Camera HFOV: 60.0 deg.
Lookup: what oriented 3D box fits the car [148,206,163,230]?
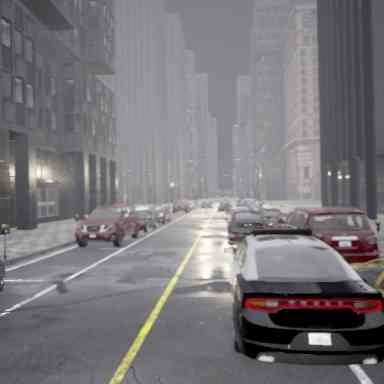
[{"bbox_3d":[-3.499,1.899,22.352,1.947,1.339,4.313,-1,-1,5],"label":"car"}]

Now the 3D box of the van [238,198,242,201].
[{"bbox_3d":[6.567,1.659,38.286,1.690,1.788,3.998,-1,-1,5],"label":"van"}]

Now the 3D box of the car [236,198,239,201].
[{"bbox_3d":[7.098,1.813,43.860,1.967,1.590,4.097,-1,-1,5],"label":"car"}]

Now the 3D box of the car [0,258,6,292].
[{"bbox_3d":[-5.085,1.720,5.622,2.008,1.369,4.403,-1,-1,5],"label":"car"}]

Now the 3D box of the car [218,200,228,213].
[{"bbox_3d":[4.355,2.028,43.760,1.895,1.301,4.718,-1,-1,6],"label":"car"}]

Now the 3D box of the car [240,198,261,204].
[{"bbox_3d":[6.041,1.703,32.708,1.967,1.590,4.097,-1,-1,5],"label":"car"}]

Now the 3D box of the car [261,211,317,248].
[{"bbox_3d":[4.459,1.681,15.977,1.802,1.307,4.206,-1,-1,5],"label":"car"}]

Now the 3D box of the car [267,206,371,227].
[{"bbox_3d":[3.924,1.359,10.404,2.192,1.841,5.009,-1,-1,5],"label":"car"}]

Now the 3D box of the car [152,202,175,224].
[{"bbox_3d":[-2.973,1.828,27.931,1.967,1.590,4.097,-1,-1,5],"label":"car"}]

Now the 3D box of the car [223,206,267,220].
[{"bbox_3d":[2.605,1.643,16.146,1.837,1.490,4.892,-1,-1,5],"label":"car"}]

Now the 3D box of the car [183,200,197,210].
[{"bbox_3d":[-0.330,2.103,55.816,1.967,1.590,4.097,-1,-1,5],"label":"car"}]

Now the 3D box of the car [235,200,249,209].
[{"bbox_3d":[8.158,2.034,55.013,2.008,1.369,4.403,-1,-1,5],"label":"car"}]

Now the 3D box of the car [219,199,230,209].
[{"bbox_3d":[5.594,2.065,57.203,1.837,1.490,4.892,-1,-1,5],"label":"car"}]

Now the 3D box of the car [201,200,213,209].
[{"bbox_3d":[2.596,2.170,57.352,2.033,1.411,5.357,-1,-1,5],"label":"car"}]

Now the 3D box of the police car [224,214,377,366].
[{"bbox_3d":[1.670,1.467,6.302,1.930,1.638,5.238,-1,-1,5],"label":"police car"}]

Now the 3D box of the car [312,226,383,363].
[{"bbox_3d":[3.416,1.517,4.993,1.752,1.417,4.829,-1,-1,5],"label":"car"}]

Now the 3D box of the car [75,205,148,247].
[{"bbox_3d":[-4.034,1.593,16.779,2.192,1.841,5.009,-1,-1,5],"label":"car"}]

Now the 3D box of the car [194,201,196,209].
[{"bbox_3d":[-0.873,2.131,50.068,1.752,1.417,4.829,-1,-1,5],"label":"car"}]

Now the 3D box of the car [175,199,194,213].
[{"bbox_3d":[-1.390,1.867,44.663,2.192,1.841,5.009,-1,-1,5],"label":"car"}]

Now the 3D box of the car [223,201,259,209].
[{"bbox_3d":[3.169,1.655,22.311,1.801,1.575,5.366,-1,-1,5],"label":"car"}]

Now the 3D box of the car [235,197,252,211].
[{"bbox_3d":[7.624,1.743,49.439,2.192,1.841,5.009,-1,-1,5],"label":"car"}]

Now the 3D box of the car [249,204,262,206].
[{"bbox_3d":[4.987,1.719,21.553,1.947,1.339,4.313,-1,-1,5],"label":"car"}]
